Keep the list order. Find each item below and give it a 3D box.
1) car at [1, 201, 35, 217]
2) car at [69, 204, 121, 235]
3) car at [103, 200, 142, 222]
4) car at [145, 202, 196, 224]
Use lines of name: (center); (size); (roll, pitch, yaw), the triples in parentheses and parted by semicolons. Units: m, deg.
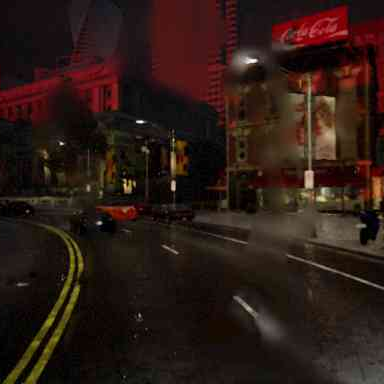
car: (-17.378, 1.666, 33.148); (4.674, 1.442, 1.812); (0, 0, 41)
car: (-5.849, 1.614, 19.271); (1.994, 1.385, 4.181); (0, 0, -28)
car: (-6.104, 1.406, 26.073); (2.097, 1.767, 4.553); (-1, 0, -35)
car: (-1.635, 1.616, 25.472); (1.895, 1.301, 4.718); (0, 0, -30)
